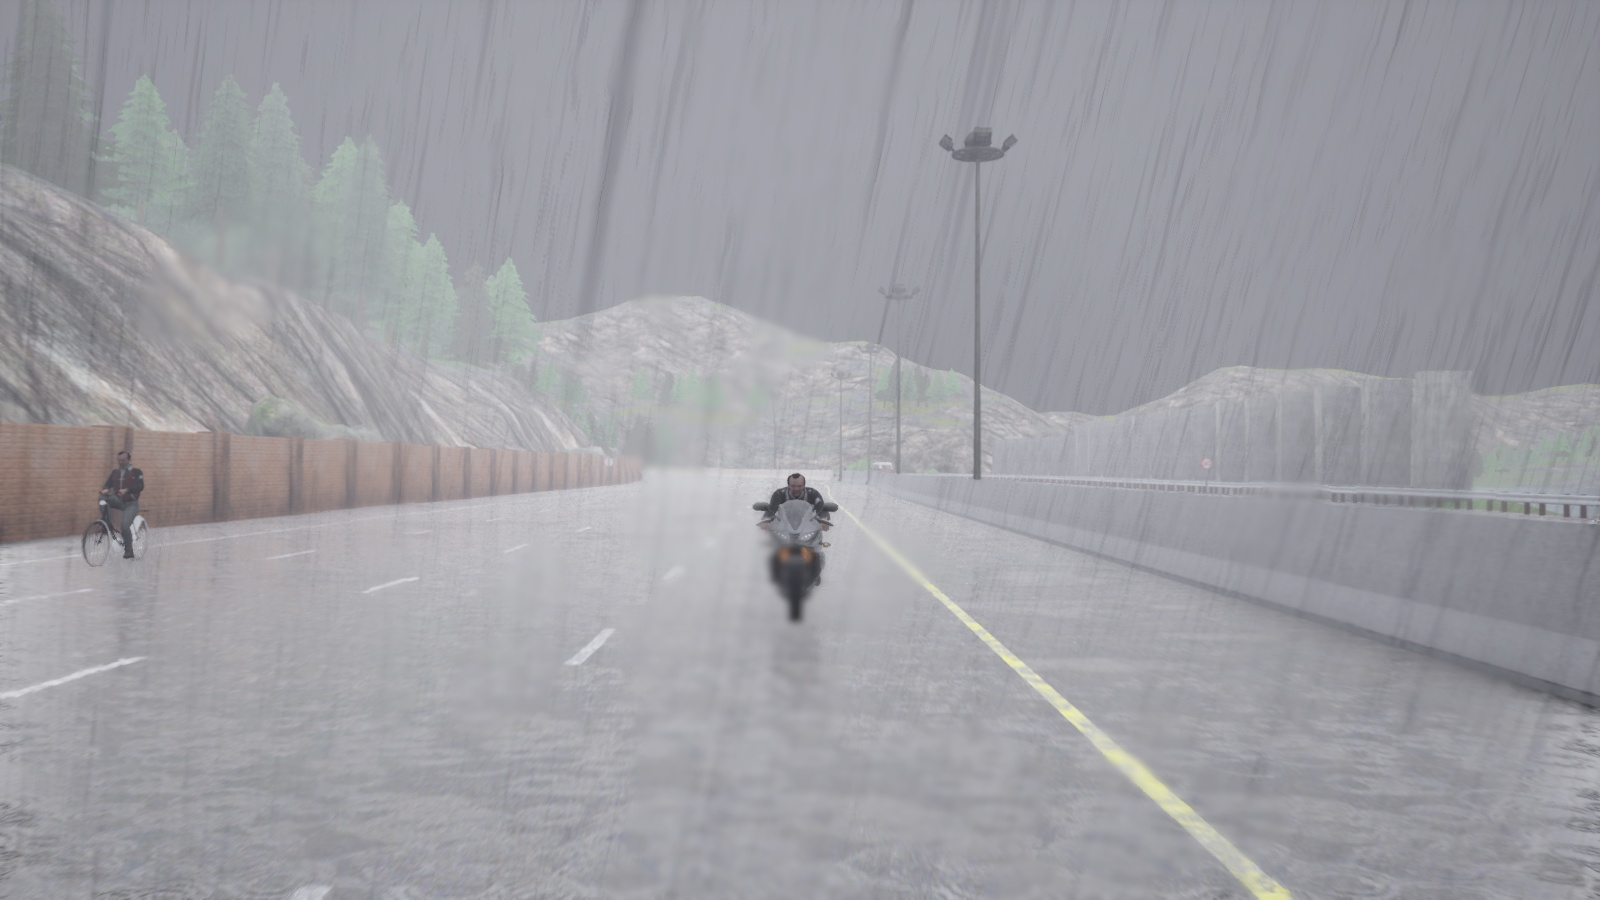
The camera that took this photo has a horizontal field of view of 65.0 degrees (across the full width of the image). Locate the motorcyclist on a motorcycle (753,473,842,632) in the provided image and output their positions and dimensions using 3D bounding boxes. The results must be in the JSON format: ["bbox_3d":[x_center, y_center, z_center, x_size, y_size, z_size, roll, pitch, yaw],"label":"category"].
[{"bbox_3d":[-0.032,1.025,13.395,0.866,1.530,2.191,0,-1,0],"label":"motorcyclist on a motorcycle"}]

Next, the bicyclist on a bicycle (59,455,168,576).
[{"bbox_3d":[-10.546,0.983,19.370,0.659,1.776,1.843,0,-1,0],"label":"bicyclist on a bicycle"}]
